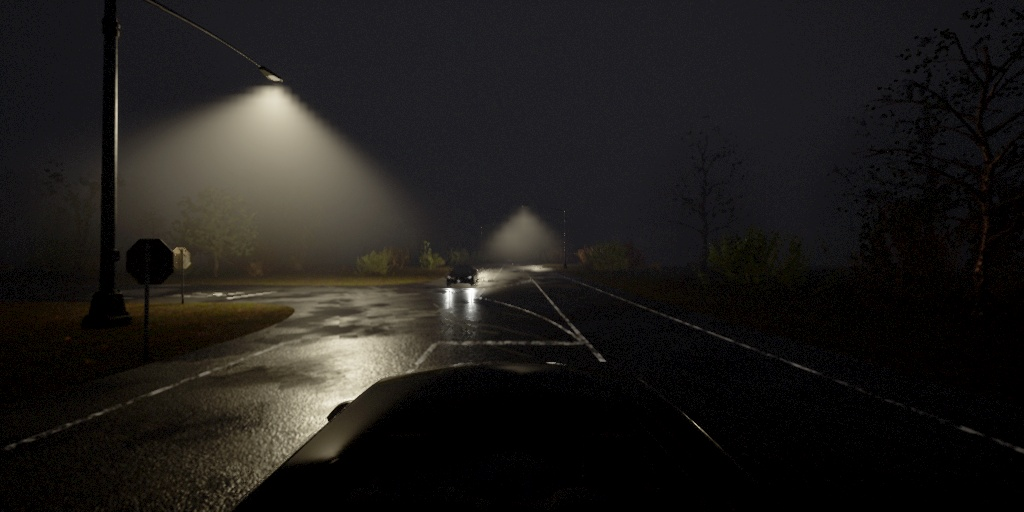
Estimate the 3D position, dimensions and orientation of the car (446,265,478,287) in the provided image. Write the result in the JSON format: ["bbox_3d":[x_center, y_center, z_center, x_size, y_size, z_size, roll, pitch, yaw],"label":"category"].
[{"bbox_3d":[-3.469,1.374,25.697,1.812,1.442,4.674,0,0,0],"label":"car"}]
